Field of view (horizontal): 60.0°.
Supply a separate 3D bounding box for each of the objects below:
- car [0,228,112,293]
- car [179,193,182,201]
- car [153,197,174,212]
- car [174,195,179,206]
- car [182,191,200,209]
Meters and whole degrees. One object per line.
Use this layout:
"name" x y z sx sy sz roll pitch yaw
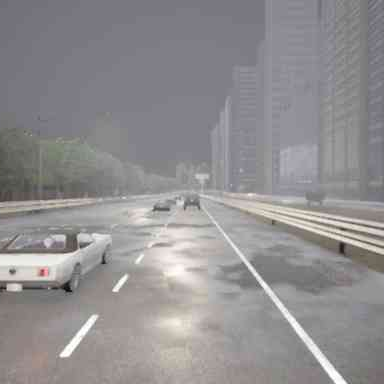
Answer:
"car" -3.503 1.604 8.797 1.895 1.301 4.718 0 0 0
"car" -3.935 1.674 92.349 1.882 1.535 5.008 0 0 -1
"car" -3.584 1.611 40.426 1.994 1.385 4.181 0 0 0
"car" -3.677 1.616 58.452 1.812 1.442 4.674 0 0 0
"car" -0.008 1.283 47.281 2.150 2.045 5.566 0 0 0
